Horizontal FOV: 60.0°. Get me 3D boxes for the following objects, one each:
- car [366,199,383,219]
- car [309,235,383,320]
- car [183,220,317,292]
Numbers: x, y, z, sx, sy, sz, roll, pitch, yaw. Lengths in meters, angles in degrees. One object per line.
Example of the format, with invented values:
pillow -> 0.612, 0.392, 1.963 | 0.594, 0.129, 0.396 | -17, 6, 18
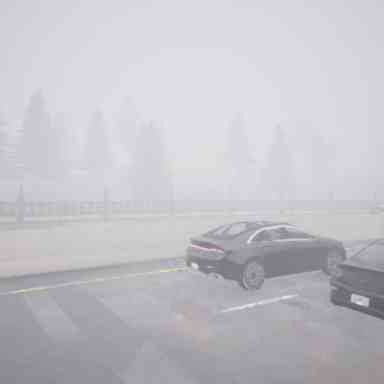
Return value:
car -> 19.357, 1.584, 31.983 | 4.553, 1.767, 2.097 | 0, 0, -17
car -> 4.658, 1.576, 6.486 | 4.674, 1.442, 1.812 | 0, 0, -31
car -> 2.136, 1.536, 9.041 | 4.902, 1.511, 2.128 | 0, 0, -31
